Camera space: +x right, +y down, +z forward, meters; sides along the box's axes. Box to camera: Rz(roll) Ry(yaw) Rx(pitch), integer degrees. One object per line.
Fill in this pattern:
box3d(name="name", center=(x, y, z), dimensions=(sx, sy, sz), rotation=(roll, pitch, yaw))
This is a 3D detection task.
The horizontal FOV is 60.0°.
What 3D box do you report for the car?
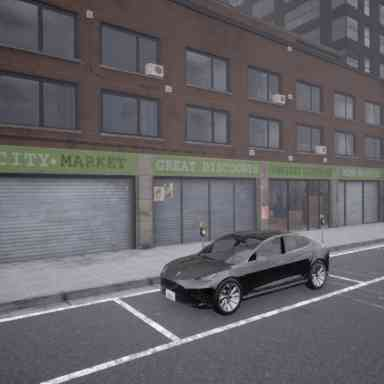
box3d(name="car", center=(1.361, 1.565, 7.523), dimensions=(4.313, 1.339, 1.947), rotation=(0, -1, -36))
